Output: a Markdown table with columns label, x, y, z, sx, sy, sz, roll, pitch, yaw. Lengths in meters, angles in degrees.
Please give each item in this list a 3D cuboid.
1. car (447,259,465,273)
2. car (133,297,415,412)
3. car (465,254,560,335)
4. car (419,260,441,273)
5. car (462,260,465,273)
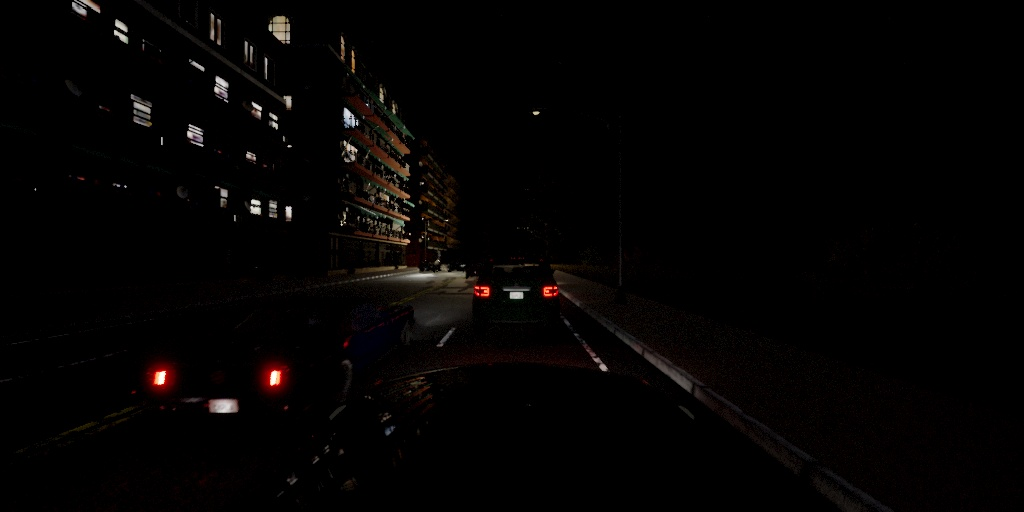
| label | x | y | z | sx | sy | sz | roll | pitch | yaw |
| --- | --- | --- | --- | --- | --- | --- | --- | --- | --- |
| car | -6.495 | 1.103 | 43.367 | 2.097 | 1.767 | 4.553 | 0 | 0 | 0 |
| car | -3.144 | 1.351 | 6.144 | 1.895 | 1.301 | 4.718 | 0 | 0 | 0 |
| car | 0.116 | 0.973 | 10.693 | 2.150 | 2.045 | 5.566 | 0 | 0 | 0 |
| car | -9.747 | 1.243 | 42.957 | 2.128 | 1.511 | 4.902 | 0 | 0 | 0 |
| car | -3.072 | 1.230 | 32.958 | 1.882 | 1.535 | 5.008 | 0 | 0 | 0 |
